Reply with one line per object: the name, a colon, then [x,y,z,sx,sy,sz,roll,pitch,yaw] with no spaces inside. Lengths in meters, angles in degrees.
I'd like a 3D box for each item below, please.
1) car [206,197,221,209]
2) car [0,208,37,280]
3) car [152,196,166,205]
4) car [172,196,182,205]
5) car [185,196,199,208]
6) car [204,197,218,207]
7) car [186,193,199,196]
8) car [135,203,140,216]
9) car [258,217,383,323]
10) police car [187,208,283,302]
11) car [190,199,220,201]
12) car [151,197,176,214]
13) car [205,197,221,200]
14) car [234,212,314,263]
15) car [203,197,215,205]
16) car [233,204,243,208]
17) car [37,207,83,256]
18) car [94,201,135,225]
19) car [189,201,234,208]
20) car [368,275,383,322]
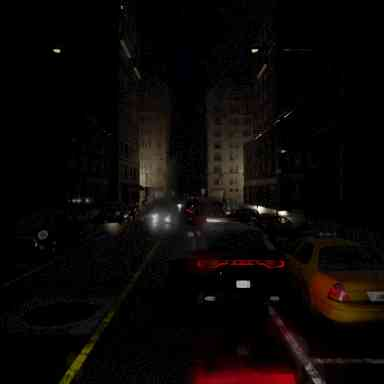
car: [2.924,1.497,46.380,1.752,1.417,4.829,-1,0,0]
car: [-5.673,1.312,7.121,2.192,1.841,5.009,-1,0,0]
car: [-5.604,1.504,57.392,1.887,1.381,4.507,-1,0,0]
car: [-2.926,1.465,58.955,1.837,1.490,4.892,0,0,0]
car: [0.076,1.573,46.267,1.895,1.301,4.718,0,0,1]
car: [2.933,1.532,51.796,1.947,1.339,4.313,-1,0,0]
car: [0.075,1.179,59.545,2.150,2.045,5.566,0,0,0]
car: [-5.640,1.568,29.464,1.802,1.307,4.206,-1,0,0]
car: [2.864,1.523,7.280,1.752,1.417,4.829,-1,0,0]
police car: [0.908,1.422,8.449,1.930,1.638,5.238,0,0,0]
car: [0.928,1.495,24.339,1.837,1.490,4.892,0,0,0]
car: [-3.055,1.547,34.396,1.994,1.385,4.181,0,0,0]
car: [2.916,1.528,40.624,2.008,1.369,4.403,-1,0,0]
car: [2.872,1.561,12.695,1.947,1.339,4.313,-1,0,0]
car: [2.941,1.542,57.382,1.802,1.307,4.206,-1,0,0]
car: [2.881,1.558,18.281,1.947,1.339,4.313,-1,0,0]
car: [-5.664,1.435,12.706,1.967,1.590,4.097,-1,0,0]
car: [-5.649,1.430,23.878,1.967,1.590,4.097,-1,0,0]
car: [0.921,1.470,18.340,1.882,1.535,5.008,0,0,0]
car: [2.856,1.581,1.523,1.802,1.307,4.206,-1,0,0]
